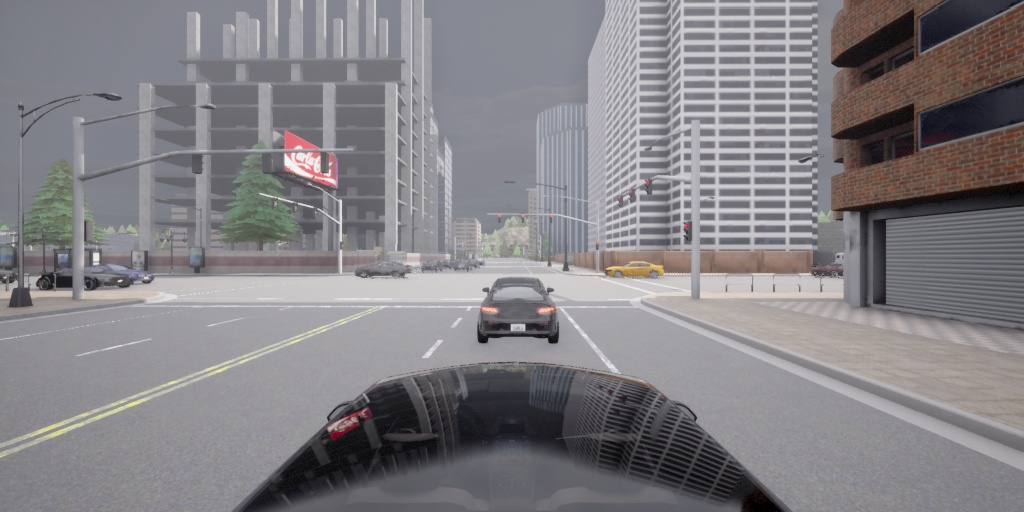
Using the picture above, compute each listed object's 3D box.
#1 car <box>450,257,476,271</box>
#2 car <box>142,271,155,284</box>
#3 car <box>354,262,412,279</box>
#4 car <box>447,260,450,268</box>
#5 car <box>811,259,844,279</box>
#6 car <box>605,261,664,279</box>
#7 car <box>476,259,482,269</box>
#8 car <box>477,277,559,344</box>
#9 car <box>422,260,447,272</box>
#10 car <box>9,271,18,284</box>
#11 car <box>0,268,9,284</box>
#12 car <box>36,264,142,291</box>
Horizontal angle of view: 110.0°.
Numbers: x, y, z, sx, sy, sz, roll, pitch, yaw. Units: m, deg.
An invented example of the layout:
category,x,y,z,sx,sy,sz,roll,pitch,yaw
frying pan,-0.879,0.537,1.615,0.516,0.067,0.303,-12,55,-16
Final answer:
category,x,y,z,sx,sy,sz,roll,pitch,yaw
car,-6.533,1.241,48.558,2.128,1.511,4.902,0,0,1
car,-27.853,1.276,25.035,4.674,1.442,1.812,0,0,0
car,-11.501,1.241,32.122,4.902,1.511,2.128,0,0,0
car,-9.950,1.297,55.389,2.033,1.411,5.357,0,0,1
car,29.445,1.227,31.820,5.008,1.535,1.882,0,0,1
car,10.888,1.228,32.040,5.008,1.535,1.882,0,0,1
car,-6.407,1.256,58.057,1.837,1.490,4.892,0,0,1
car,0.161,1.276,9.513,1.812,1.442,4.674,0,0,1
car,-10.073,1.255,45.653,1.837,1.490,4.892,0,0,1
car,-37.843,1.255,25.108,4.892,1.490,1.837,0,0,0
car,-34.199,1.102,21.581,4.553,1.767,2.097,0,0,0
car,-25.501,1.314,21.518,4.181,1.385,1.994,0,0,0
